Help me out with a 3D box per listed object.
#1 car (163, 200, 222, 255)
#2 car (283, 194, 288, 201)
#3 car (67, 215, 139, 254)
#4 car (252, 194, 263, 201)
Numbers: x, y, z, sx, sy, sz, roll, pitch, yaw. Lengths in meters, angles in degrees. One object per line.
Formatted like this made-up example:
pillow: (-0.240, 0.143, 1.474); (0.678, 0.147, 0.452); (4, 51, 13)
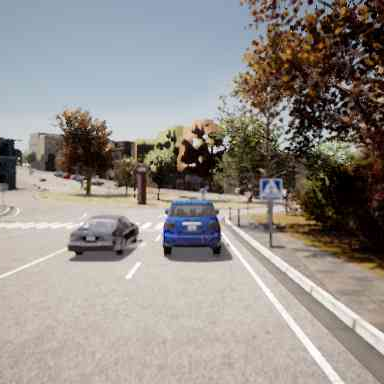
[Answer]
car: (0.004, 1.340, 14.033); (2.150, 2.045, 5.566); (0, 0, 0)
car: (20.635, 1.138, 72.739); (2.128, 1.511, 4.902); (0, 1, -15)
car: (-3.496, 1.670, 13.986); (2.033, 1.411, 5.357); (0, 0, 0)
car: (16.040, 1.196, 76.430); (2.033, 1.411, 5.357); (-1, 1, -23)
